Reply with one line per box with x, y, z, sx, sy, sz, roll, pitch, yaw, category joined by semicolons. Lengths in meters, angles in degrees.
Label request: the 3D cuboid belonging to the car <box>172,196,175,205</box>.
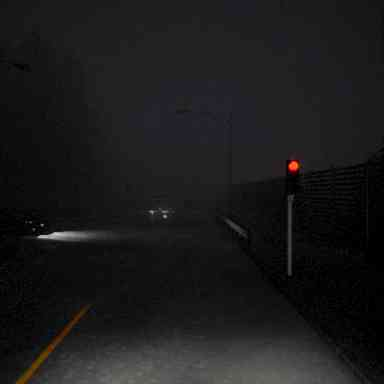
-4.249;1.352;53.786;2.097;1.767;4.553;0;0;0;car

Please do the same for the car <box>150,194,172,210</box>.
-4.231;1.221;43.935;2.150;2.045;5.566;0;0;0;car

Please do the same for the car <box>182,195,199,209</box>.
-0.030;1.525;44.443;1.812;1.442;4.674;0;0;0;car

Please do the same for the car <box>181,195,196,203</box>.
-0.727;1.500;71.756;1.837;1.490;4.892;0;0;-18;car

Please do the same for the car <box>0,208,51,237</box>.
-9.806;1.565;17.733;4.181;1.385;1.994;0;0;8;car

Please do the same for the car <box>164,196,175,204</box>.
-4.226;1.525;63.979;1.812;1.442;4.674;0;0;0;car
